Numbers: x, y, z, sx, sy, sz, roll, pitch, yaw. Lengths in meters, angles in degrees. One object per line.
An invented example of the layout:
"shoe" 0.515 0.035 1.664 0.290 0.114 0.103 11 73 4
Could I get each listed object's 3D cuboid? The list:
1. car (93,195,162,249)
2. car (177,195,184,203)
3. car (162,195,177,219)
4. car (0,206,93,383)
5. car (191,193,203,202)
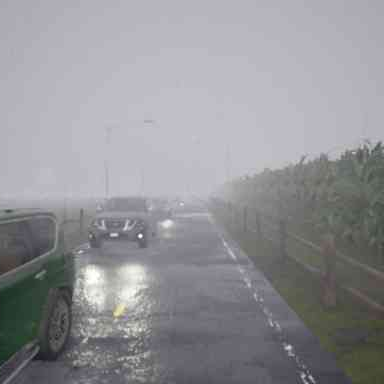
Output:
"car" -2.793 1.173 14.751 2.150 2.045 5.566 0 0 0
"car" -2.555 1.335 61.611 1.837 1.490 4.892 0 0 1
"car" -2.678 1.265 27.768 2.097 1.767 4.553 0 0 1
"car" -2.843 1.212 2.963 2.150 2.045 5.566 0 0 0
"car" 1.202 1.337 67.068 1.812 1.442 4.674 0 0 0
